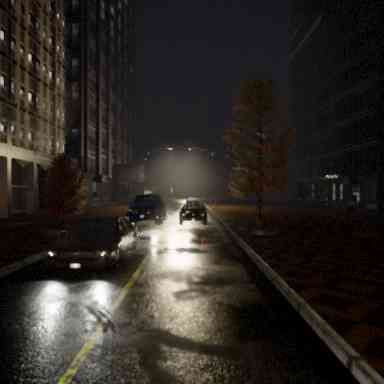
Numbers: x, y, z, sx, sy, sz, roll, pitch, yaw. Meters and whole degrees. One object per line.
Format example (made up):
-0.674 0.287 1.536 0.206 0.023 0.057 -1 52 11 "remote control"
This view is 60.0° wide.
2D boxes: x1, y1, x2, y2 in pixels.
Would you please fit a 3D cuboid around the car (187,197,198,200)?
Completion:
0.099 1.403 44.577 2.033 1.411 5.357 0 0 0 "car"

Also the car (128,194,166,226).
-3.063 1.149 23.327 2.150 2.045 5.566 0 0 0 "car"

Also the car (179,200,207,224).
0.083 1.525 23.908 1.895 1.301 4.718 0 0 0 "car"

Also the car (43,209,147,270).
-3.004 1.512 11.232 2.033 1.411 5.357 0 0 0 "car"
